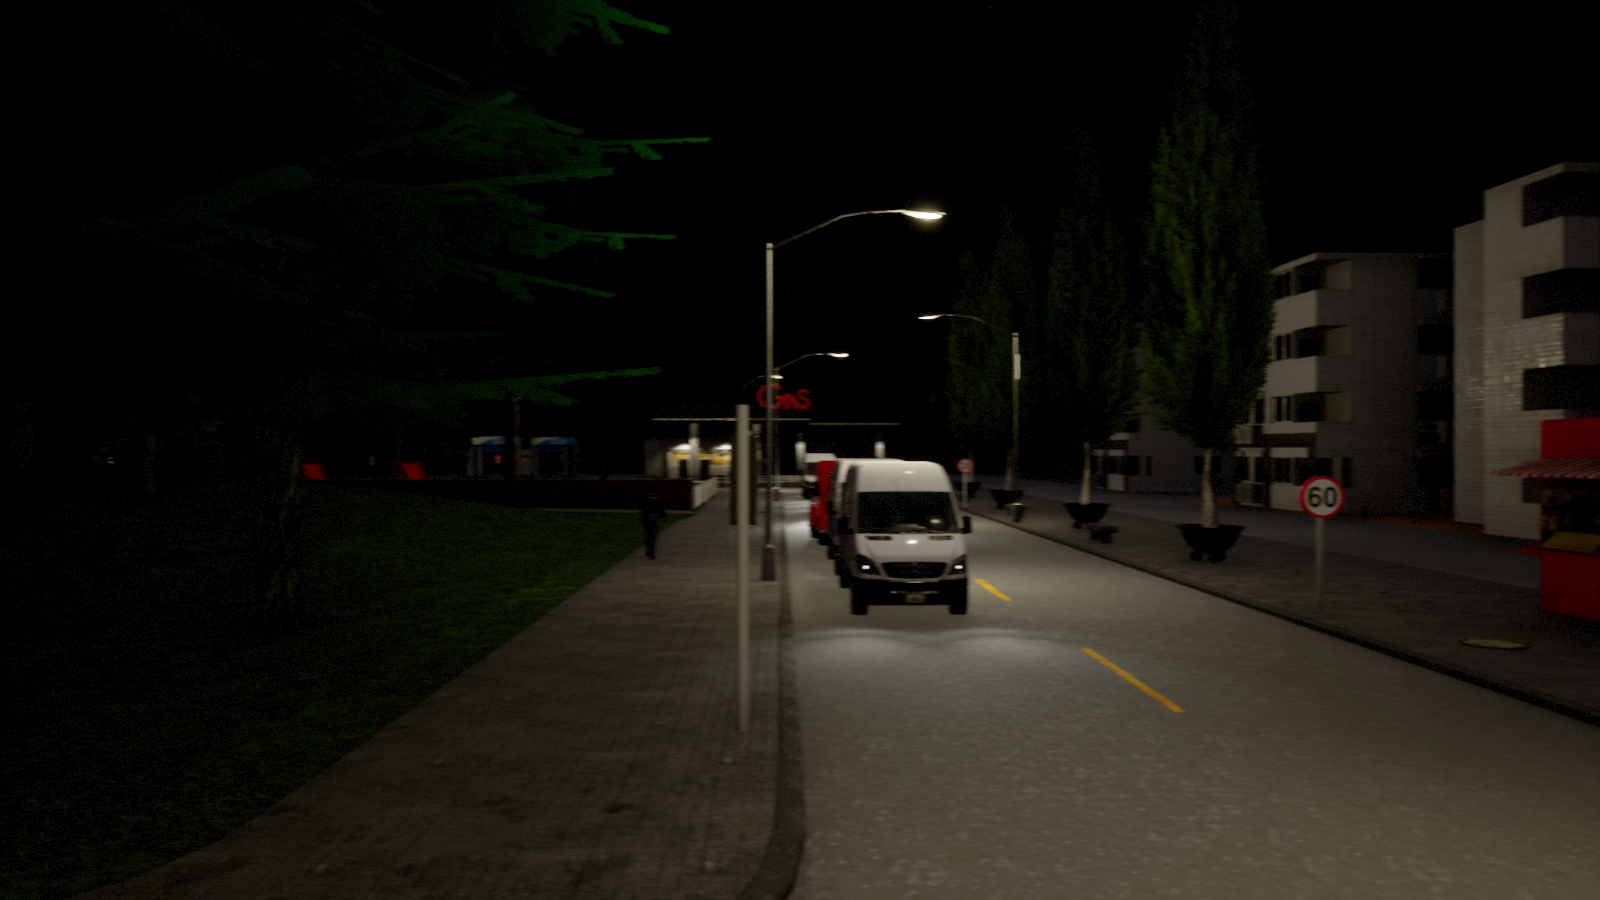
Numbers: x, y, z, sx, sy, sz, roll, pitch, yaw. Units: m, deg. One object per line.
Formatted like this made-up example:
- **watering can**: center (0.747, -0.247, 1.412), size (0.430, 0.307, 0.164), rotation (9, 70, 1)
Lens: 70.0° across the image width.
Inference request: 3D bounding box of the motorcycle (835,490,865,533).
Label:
- **motorcycle**: center (1.568, 1.923, 36.101), size (0.856, 1.236, 1.805), rotation (0, 0, -1)

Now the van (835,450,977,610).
- **van**: center (1.790, 1.291, 21.315), size (1.988, 2.561, 5.915), rotation (0, 0, -1)

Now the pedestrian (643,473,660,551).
- **pedestrian**: center (-3.597, 1.498, 27.702), size (0.375, 1.860, 0.375), rotation (0, 0, -1)

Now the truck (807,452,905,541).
- **truck**: center (1.575, 1.311, 34.555), size (2.627, 2.467, 5.204), rotation (0, 0, -1)
